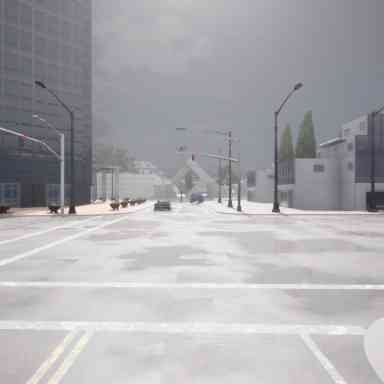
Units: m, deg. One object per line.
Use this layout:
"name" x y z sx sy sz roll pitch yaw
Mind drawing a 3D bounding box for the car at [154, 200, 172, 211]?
"car" -3.614 1.601 41.604 1.895 1.301 4.718 0 0 0

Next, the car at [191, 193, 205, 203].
"car" 1.217 1.221 68.269 2.150 2.045 5.566 0 0 12
